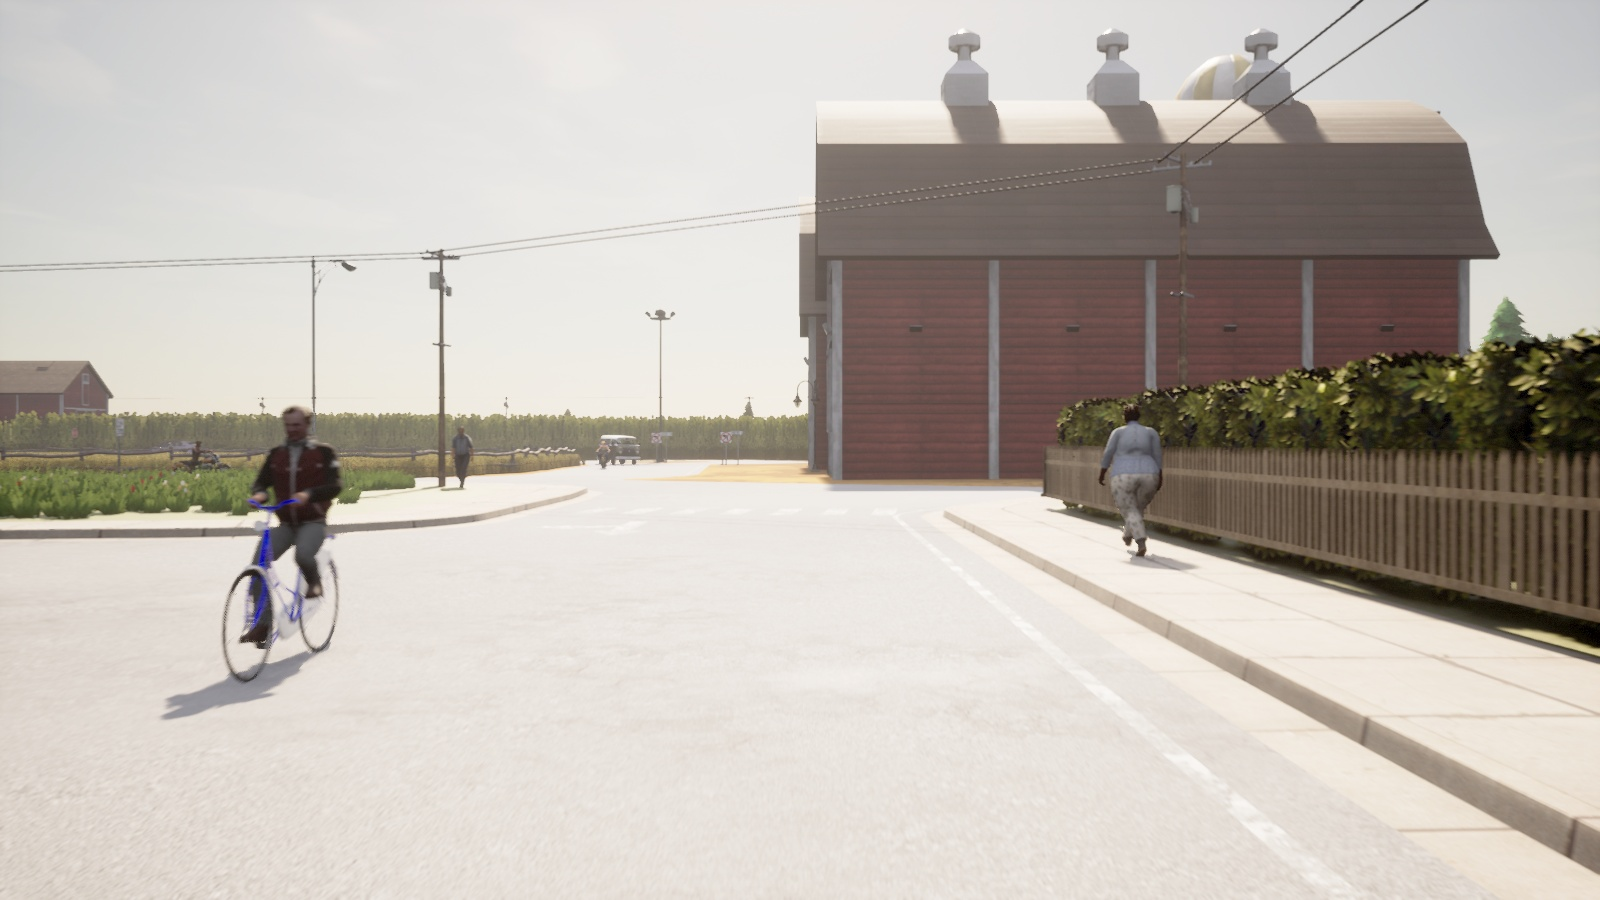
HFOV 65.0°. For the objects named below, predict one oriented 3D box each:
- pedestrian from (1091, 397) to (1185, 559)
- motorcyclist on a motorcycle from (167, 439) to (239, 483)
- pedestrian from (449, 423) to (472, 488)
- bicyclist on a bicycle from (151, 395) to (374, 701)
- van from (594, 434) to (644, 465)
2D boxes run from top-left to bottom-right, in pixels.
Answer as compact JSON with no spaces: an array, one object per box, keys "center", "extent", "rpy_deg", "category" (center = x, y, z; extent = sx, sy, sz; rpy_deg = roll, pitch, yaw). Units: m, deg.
[{"center":[3.987,0.321,14.885],"extent":[0.874,1.855,0.900],"rpy_deg":[0,0,1],"category":"pedestrian"},{"center":[-22.571,0.410,47.497],"extent":[2.350,1.649,0.766],"rpy_deg":[0,0,1],"category":"motorcyclist on a motorcycle"},{"center":[-9.667,0.151,35.765],"extent":[0.540,1.848,0.694],"rpy_deg":[0,0,-6],"category":"pedestrian"},{"center":[-3.438,0.568,8.224],"extent":[0.659,1.776,1.843],"rpy_deg":[0,0,0],"category":"bicyclist on a bicycle"},{"center":[-12.401,-0.024,85.719],"extent":[2.069,2.038,4.480],"rpy_deg":[1,0,-26],"category":"van"}]
